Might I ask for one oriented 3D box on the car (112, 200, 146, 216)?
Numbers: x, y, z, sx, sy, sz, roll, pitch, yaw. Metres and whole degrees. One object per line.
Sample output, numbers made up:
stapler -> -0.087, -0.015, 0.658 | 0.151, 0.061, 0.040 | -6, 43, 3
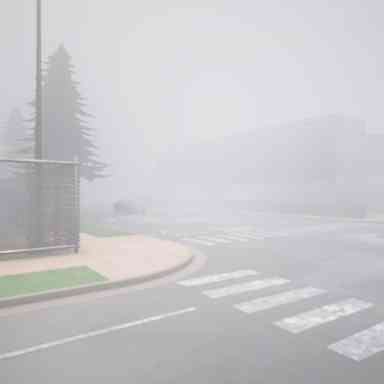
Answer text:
car -> -6.214, 1.505, 32.600 | 2.128, 1.511, 4.902 | 0, 0, -35
